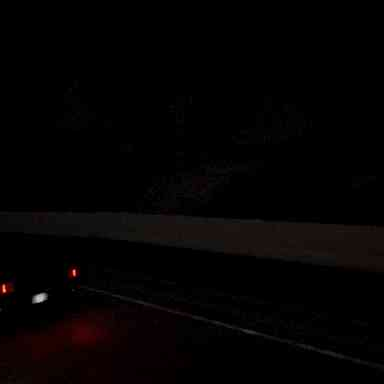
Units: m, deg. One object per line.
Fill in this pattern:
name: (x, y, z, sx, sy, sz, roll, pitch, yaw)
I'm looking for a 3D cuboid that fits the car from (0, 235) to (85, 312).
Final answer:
car: (-4.530, 1.607, 7.240, 4.718, 1.301, 1.895, 0, 0, 35)
